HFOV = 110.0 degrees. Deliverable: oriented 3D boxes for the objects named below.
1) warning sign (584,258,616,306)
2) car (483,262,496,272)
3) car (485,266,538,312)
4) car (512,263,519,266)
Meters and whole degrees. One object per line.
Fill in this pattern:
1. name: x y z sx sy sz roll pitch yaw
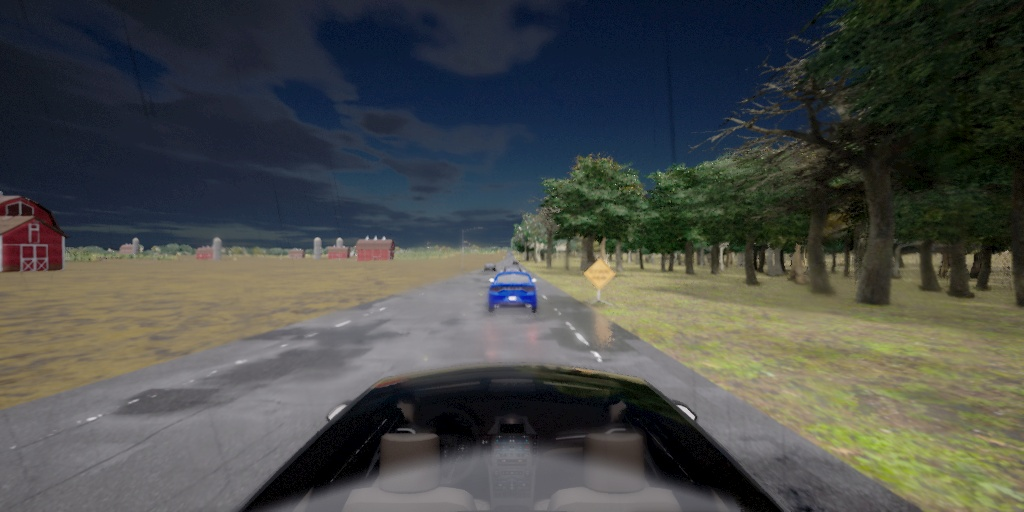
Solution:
1. warning sign: 3.550 1.021 14.704 1.300 1.860 1.060 0 0 0
2. car: -3.559 1.813 58.427 1.882 1.535 5.008 0 0 0
3. car: 0.056 1.389 15.221 1.882 1.535 5.008 0 0 0
4. car: 0.047 1.556 29.065 2.128 1.511 4.902 0 -1 1
